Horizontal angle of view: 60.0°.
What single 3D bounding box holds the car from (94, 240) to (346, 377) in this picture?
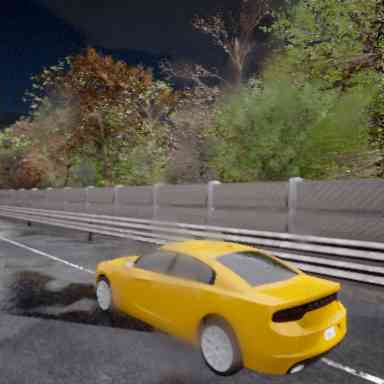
[{"bbox_3d":[0.031,1.612,5.954,1.882,1.535,5.008,2,-2,-43],"label":"car"}]
